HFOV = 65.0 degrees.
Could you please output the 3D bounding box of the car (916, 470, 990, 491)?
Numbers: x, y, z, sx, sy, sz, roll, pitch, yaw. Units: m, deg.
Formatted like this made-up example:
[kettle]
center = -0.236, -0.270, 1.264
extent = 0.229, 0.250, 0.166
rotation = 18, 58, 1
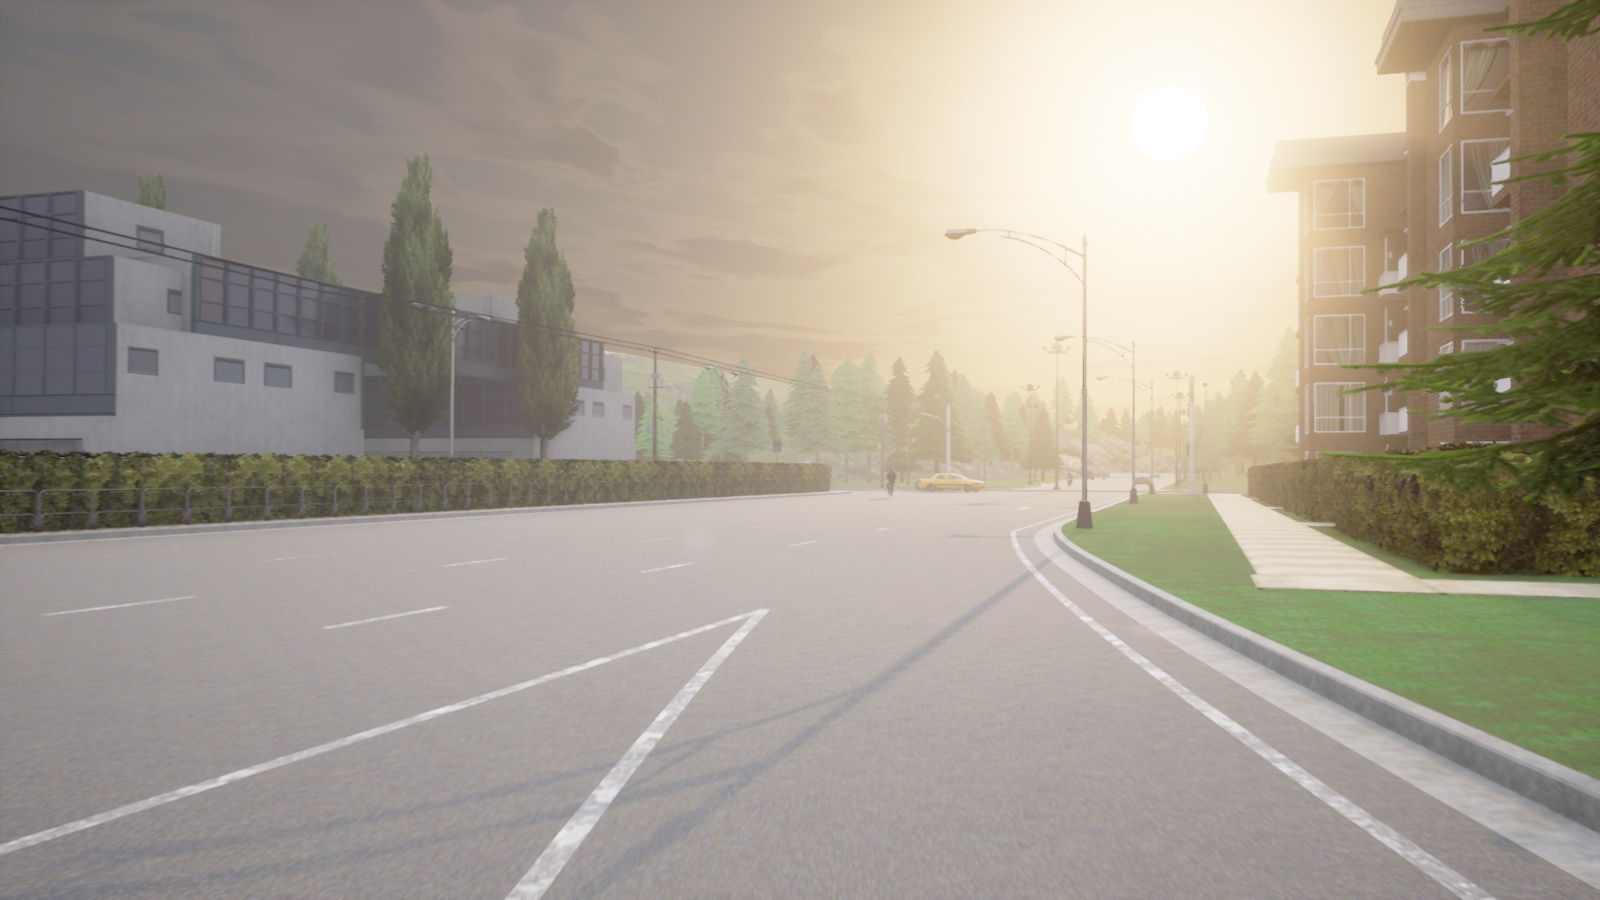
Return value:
[car]
center = 11.624, 2.317, 95.616
extent = 5.366, 1.575, 1.801
rotation = -1, -1, 31
